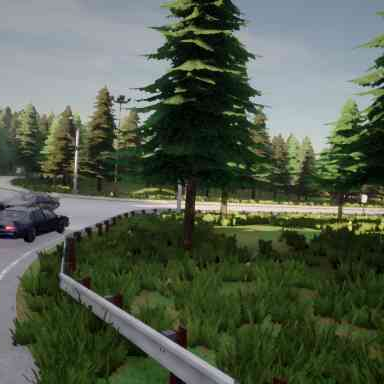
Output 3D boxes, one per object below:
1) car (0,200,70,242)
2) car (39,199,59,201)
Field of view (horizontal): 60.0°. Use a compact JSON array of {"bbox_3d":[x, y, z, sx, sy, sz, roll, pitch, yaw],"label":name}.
[{"bbox_3d":[-7.598,1.372,15.551,2.033,1.411,5.357,4,1,3],"label":"car"},{"bbox_3d":[-10.487,0.708,21.661,2.033,1.411,5.357,4,2,4],"label":"car"}]
